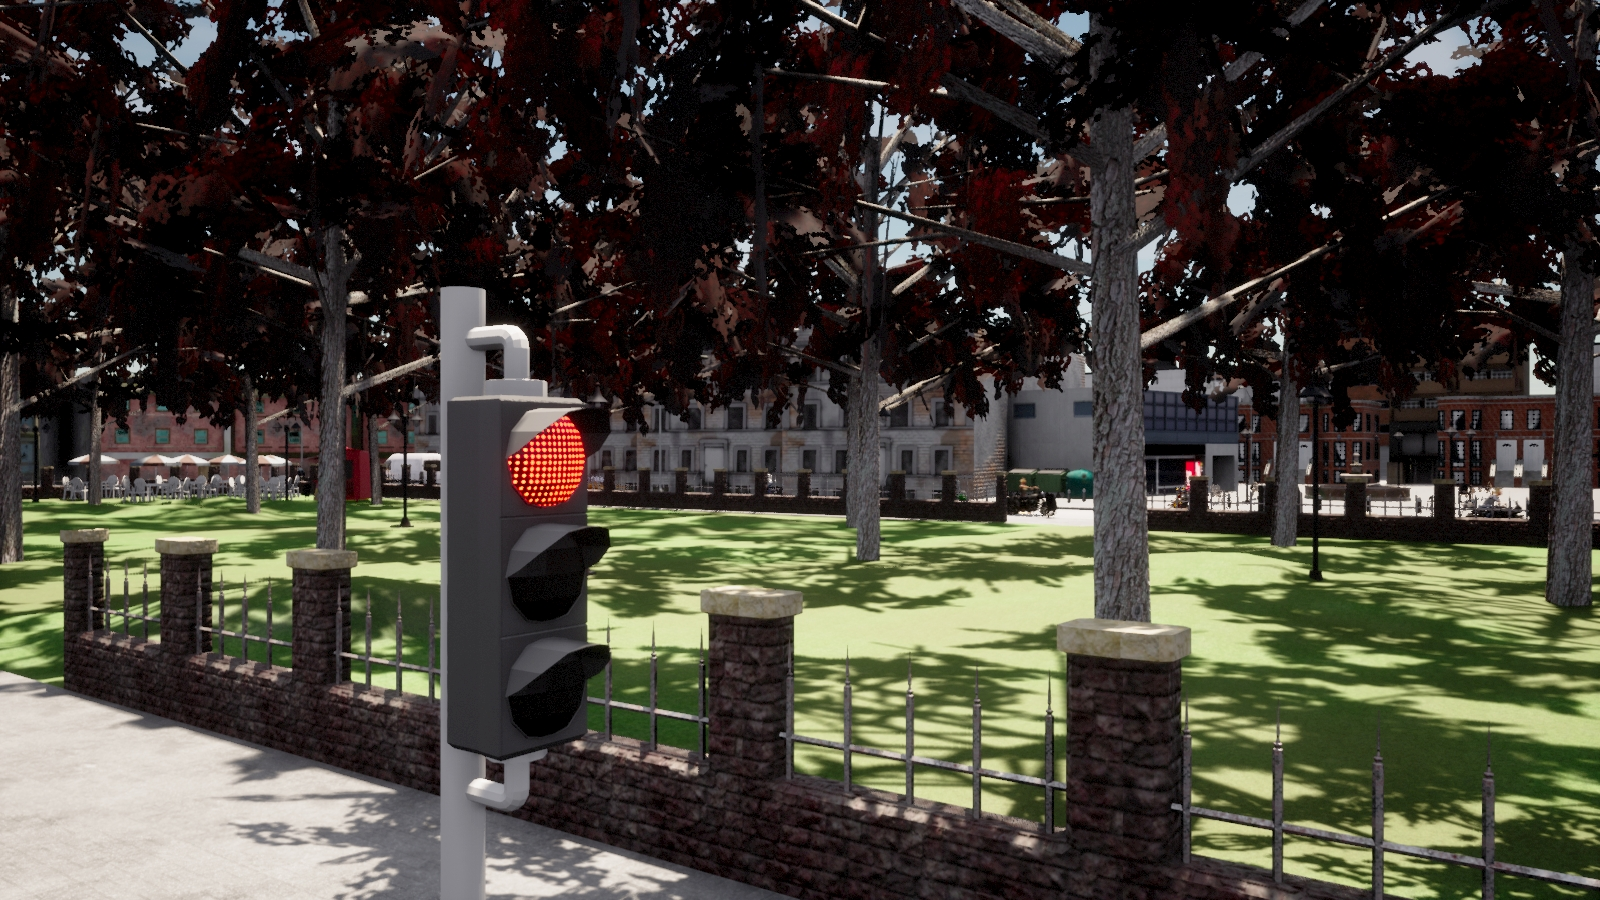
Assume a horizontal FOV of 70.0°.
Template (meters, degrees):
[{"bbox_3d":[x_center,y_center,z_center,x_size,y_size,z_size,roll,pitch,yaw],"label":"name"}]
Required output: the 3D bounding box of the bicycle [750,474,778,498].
[{"bbox_3d":[-1.933,1.935,61.769,1.643,1.296,0.373,0,0,36],"label":"bicycle"}]

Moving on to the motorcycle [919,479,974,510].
[{"bbox_3d":[6.489,1.949,50.712,2.356,1.277,0.764,0,0,36],"label":"motorcycle"}]

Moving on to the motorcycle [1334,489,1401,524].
[{"bbox_3d":[20.212,1.993,40.723,2.033,1.145,0.803,0,0,36],"label":"motorcycle"}]

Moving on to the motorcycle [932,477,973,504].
[{"bbox_3d":[7.336,1.961,54.988,1.805,1.236,0.856,0,0,36],"label":"motorcycle"}]

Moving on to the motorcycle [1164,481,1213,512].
[{"bbox_3d":[16.431,1.961,48.369,1.805,1.236,0.856,0,0,36],"label":"motorcycle"}]

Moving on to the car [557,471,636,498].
[{"bbox_3d":[-11.358,1.897,63.687,4.181,1.385,1.994,0,0,36],"label":"car"}]
